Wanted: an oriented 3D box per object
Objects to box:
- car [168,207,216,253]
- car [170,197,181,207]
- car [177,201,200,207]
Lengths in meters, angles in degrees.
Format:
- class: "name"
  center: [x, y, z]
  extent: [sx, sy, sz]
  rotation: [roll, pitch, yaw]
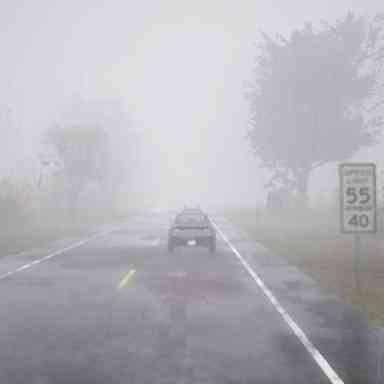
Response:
- class: "car"
  center: [-0.001, 1.641, 14.325]
  extent: [2.128, 1.511, 4.902]
  rotation: [0, -1, 0]
- class: "car"
  center: [-3.525, 2.109, 71.019]
  extent: [2.150, 2.045, 5.566]
  rotation: [0, -1, 0]
- class: "car"
  center: [-0.006, 1.815, 29.330]
  extent: [2.128, 1.511, 4.902]
  rotation: [0, -1, 0]
